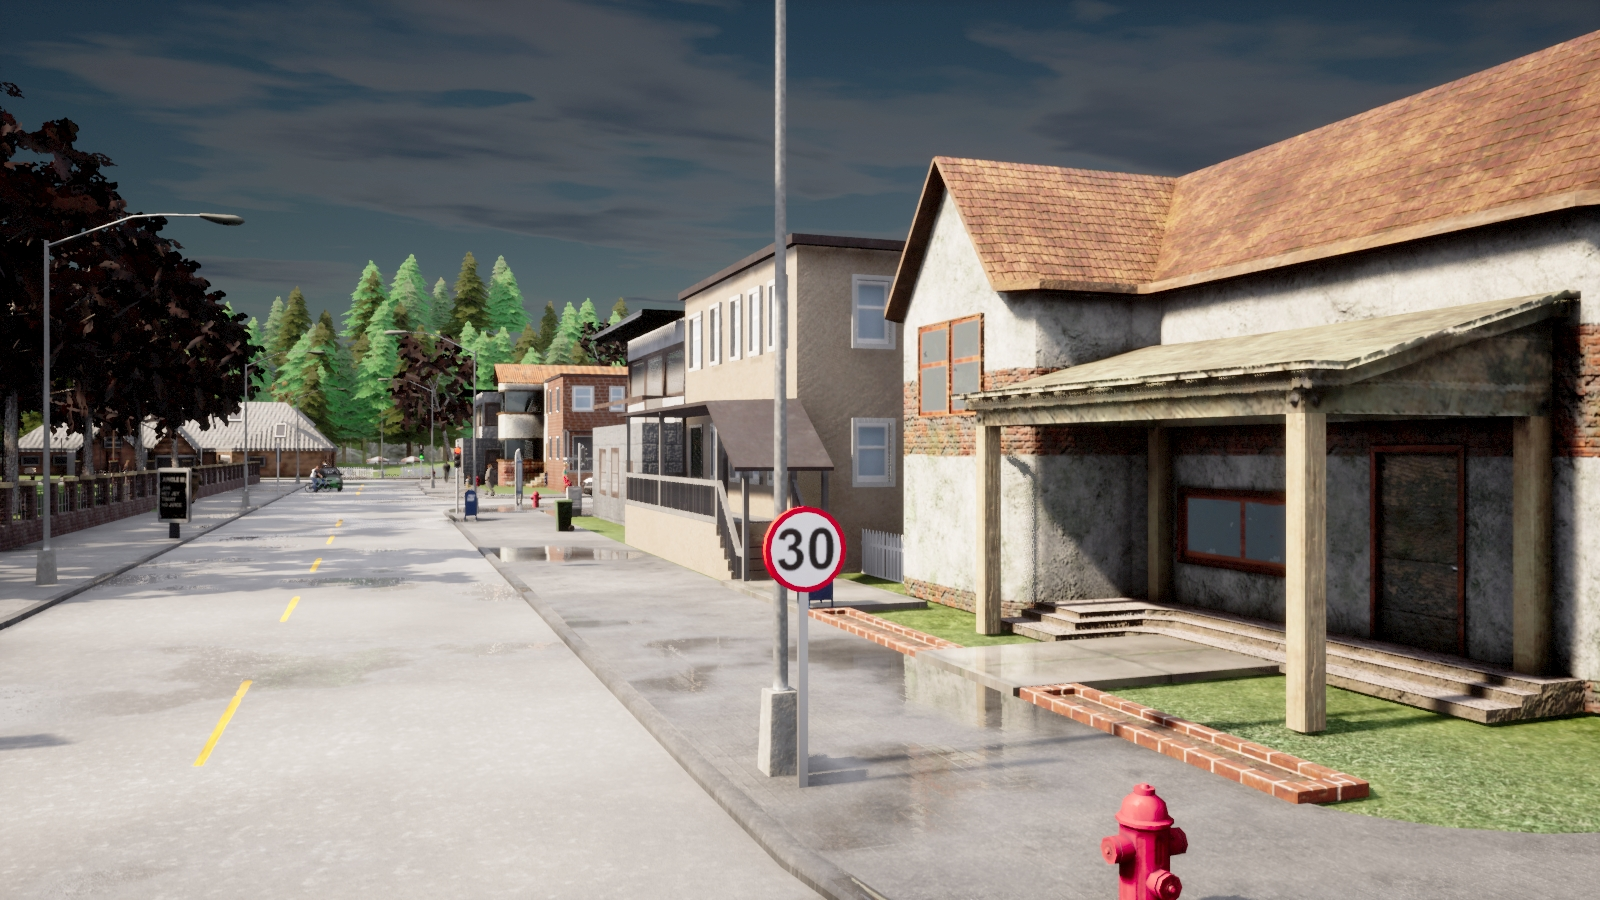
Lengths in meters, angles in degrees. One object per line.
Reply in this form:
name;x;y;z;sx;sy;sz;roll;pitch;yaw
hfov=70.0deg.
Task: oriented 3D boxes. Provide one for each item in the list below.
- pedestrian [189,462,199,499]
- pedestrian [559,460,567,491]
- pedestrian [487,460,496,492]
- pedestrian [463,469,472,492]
pedestrian;-30.337;1.525;57.194;0.375;1.860;0.375;0;0;-20
pedestrian;-14.318;1.516;69.078;0.375;1.860;0.375;0;0;4
pedestrian;-17.865;1.516;66.170;0.375;1.860;0.375;0;0;9
pedestrian;-19.533;1.797;67.123;0.375;1.300;0.375;0;0;8
